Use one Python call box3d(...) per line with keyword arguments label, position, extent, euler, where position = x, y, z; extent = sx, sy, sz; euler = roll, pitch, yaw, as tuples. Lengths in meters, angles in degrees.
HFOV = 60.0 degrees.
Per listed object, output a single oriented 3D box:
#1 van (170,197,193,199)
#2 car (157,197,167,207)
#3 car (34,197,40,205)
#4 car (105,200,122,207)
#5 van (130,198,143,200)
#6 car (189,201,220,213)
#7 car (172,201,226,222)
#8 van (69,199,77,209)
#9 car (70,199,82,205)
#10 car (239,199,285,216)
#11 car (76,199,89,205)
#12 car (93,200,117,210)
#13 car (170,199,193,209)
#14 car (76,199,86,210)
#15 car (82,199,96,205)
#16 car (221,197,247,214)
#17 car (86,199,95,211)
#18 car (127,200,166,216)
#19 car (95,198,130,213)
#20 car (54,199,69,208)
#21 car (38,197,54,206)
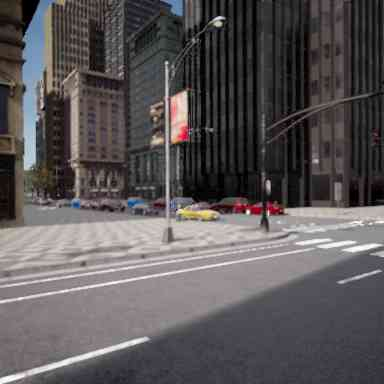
box3d(label="van", position=(-1.400, 1.703, 46.711), extent=(1.690, 1.788, 3.998), euler=(-2, 0, -35))
box3d(label="car", position=(-4.331, 1.744, 50.869), extent=(2.192, 1.841, 5.009), euler=(-2, 0, -35))
box3d(label="car", position=(-37.459, 2.669, 82.952), extent=(1.802, 1.307, 4.206), euler=(-1, 0, -35))
box3d(label="car", position=(-15.791, 2.271, 67.056), extent=(1.802, 1.307, 4.206), euler=(-2, 0, -35))
box3d(label="van", position=(-10.191, 1.904, 59.186), extent=(1.690, 1.788, 3.998), euler=(-2, 0, -35))
box3d(label="car", position=(1.537, 1.876, 42.553), extent=(1.802, 1.307, 4.206), euler=(-2, 0, -35))
box3d(label="car", position=(0.524, 1.757, 29.186), extent=(1.752, 1.417, 4.829), euler=(-2, 0, -35))
box3d(label="van", position=(-19.312, 2.028, 57.257), extent=(1.690, 1.788, 3.998), euler=(-2, 0, -35))
box3d(label="car", position=(-30.801, 2.568, 88.301), extent=(2.008, 1.369, 4.403), euler=(-1, 0, -35))
box3d(label="car", position=(7.397, 1.703, 34.237), extent=(1.887, 1.381, 4.507), euler=(-2, 0, -35))
box3d(label="car", position=(-27.799, 2.520, 84.052), extent=(1.947, 1.339, 4.313), euler=(-2, 0, -35))
box3d(label="car", position=(-14.570, 2.154, 55.340), extent=(2.033, 1.411, 5.357), euler=(-1, 0, -35))
box3d(label="car", position=(-0.136, 1.765, 34.757), extent=(2.128, 1.511, 4.902), euler=(-1, 0, -35))
box3d(label="car", position=(-16.491, 2.063, 53.267), extent=(1.967, 1.590, 4.097), euler=(-2, 0, -35))
box3d(label="car", position=(-24.796, 2.456, 79.802), extent=(1.947, 1.339, 4.313), euler=(-2, 0, -35))
box3d(label="car", position=(4.461, 1.542, 38.395), extent=(2.192, 1.841, 5.009), euler=(-2, 0, -35))
box3d(label="car", position=(-13.669, 2.104, 49.277), extent=(1.887, 1.381, 4.507), euler=(-2, 0, -35))
box3d(label="car", position=(-5.211, 1.916, 37.306), extent=(2.008, 1.369, 4.403), euler=(-2, 0, -35))
box3d(label="car", position=(-10.856, 1.810, 45.286), extent=(2.192, 1.841, 5.009), euler=(-2, 0, -35))
box3d(label="car", position=(-25.051, 2.257, 65.384), extent=(1.967, 1.590, 4.097), euler=(-2, 0, -35))
box3d(label="car", position=(-34.358, 2.566, 78.561), extent=(1.887, 1.381, 4.507), euler=(-2, 0, -35))
